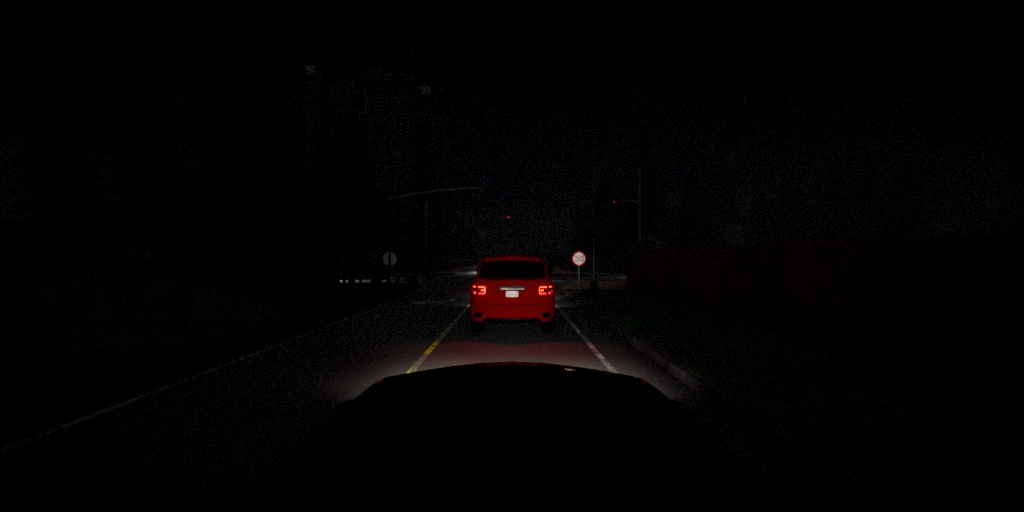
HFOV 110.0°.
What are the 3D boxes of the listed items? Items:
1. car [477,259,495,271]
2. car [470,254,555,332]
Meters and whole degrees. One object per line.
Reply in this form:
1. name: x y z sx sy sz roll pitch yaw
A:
1. car: -3.546 1.240 49.583 2.128 1.511 4.902 0 0 0
2. car: 0.052 0.971 10.958 2.150 2.045 5.566 0 0 1
